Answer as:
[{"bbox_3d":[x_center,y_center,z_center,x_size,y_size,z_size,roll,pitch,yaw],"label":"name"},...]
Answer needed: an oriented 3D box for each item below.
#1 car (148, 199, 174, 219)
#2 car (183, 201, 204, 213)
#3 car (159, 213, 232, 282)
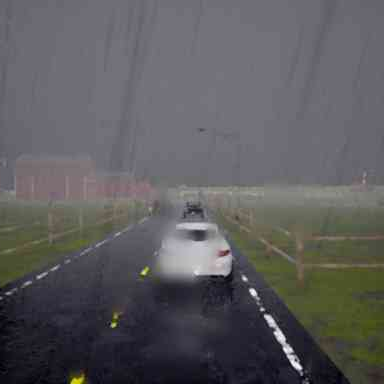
[{"bbox_3d":[-2.793,1.504,30.957,2.097,1.767,4.553,0,0,0],"label":"car"},{"bbox_3d":[0.150,1.650,32.204,2.128,1.511,4.902,0,0,0],"label":"car"},{"bbox_3d":[0.101,1.572,9.790,1.812,1.442,4.674,0,0,0],"label":"car"}]
